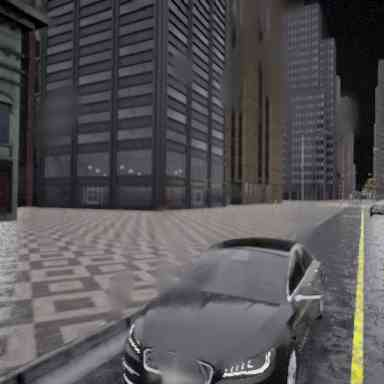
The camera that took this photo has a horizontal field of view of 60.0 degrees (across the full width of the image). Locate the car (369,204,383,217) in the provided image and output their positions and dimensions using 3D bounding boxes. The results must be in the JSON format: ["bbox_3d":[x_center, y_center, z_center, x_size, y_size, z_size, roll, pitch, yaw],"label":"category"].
[{"bbox_3d":[21.177,2.061,37.692,2.033,1.411,5.357,0,-1,27],"label":"car"}]

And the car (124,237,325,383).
[{"bbox_3d":[0.939,1.564,5.249,1.837,1.490,4.892,0,-1,27],"label":"car"}]
